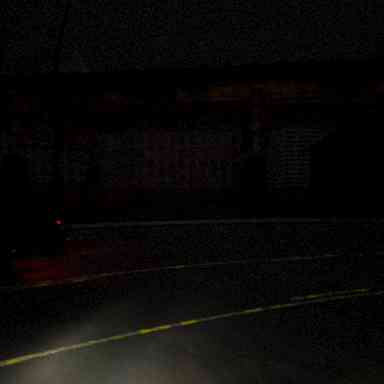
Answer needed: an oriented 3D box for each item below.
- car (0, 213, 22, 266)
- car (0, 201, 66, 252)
[{"bbox_3d":[-6.766,1.436,7.746,4.674,1.442,1.812,0,0,-34],"label":"car"},{"bbox_3d":[-6.967,1.228,11.714,4.553,1.767,2.097,0,1,-30],"label":"car"}]
